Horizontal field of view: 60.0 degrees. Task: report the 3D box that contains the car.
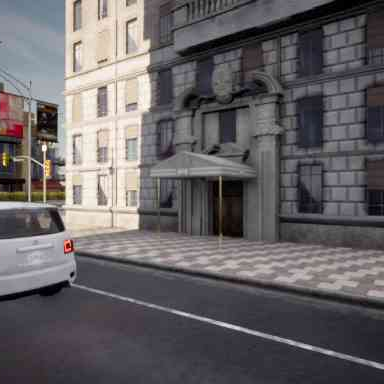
[{"bbox_3d":[-4.924,1.221,7.395,5.566,2.045,2.150,0,0,35],"label":"car"}]
